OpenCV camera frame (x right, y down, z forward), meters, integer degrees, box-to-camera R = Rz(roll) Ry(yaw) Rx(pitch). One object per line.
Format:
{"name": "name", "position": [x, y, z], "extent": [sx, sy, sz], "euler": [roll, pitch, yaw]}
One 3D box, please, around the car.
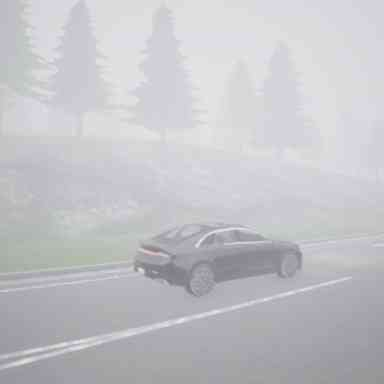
{"name": "car", "position": [0.864, 1.559, 8.743], "extent": [4.902, 1.511, 2.128], "euler": [1, 0, -34]}
